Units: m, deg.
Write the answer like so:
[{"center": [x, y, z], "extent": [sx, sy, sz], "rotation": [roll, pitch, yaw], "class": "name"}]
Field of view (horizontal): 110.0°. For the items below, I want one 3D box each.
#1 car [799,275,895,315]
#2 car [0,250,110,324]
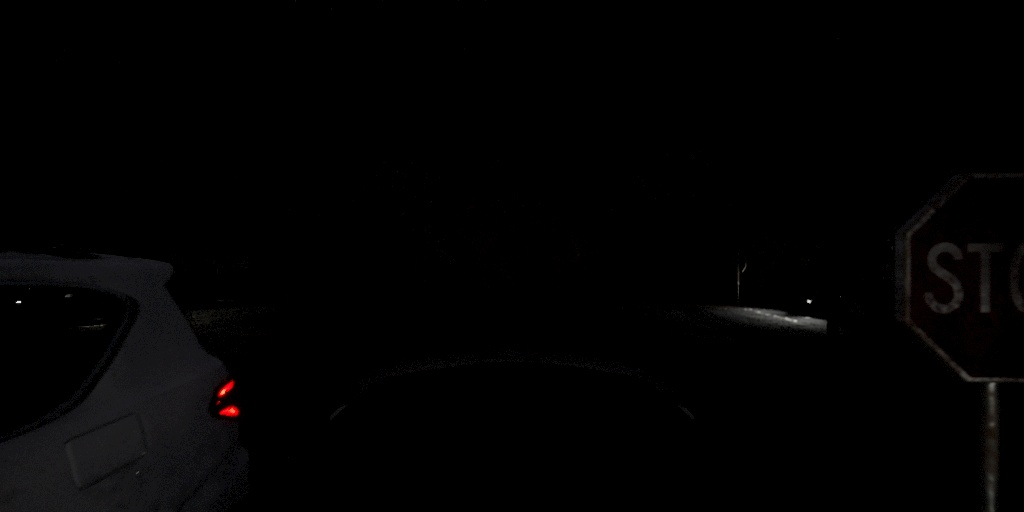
[{"center": [13.274, 1.448, 12.997], "extent": [4.892, 1.490, 1.837], "rotation": [1, 0, 2], "class": "car"}, {"center": [-16.471, 0.827, 11.168], "extent": [5.566, 2.045, 2.150], "rotation": [1, 0, 2], "class": "car"}]
